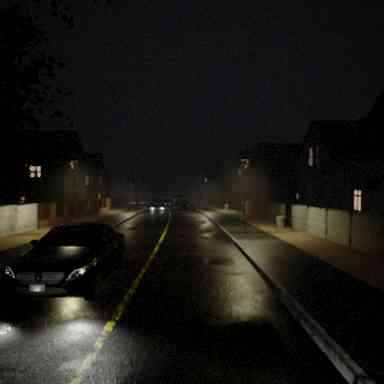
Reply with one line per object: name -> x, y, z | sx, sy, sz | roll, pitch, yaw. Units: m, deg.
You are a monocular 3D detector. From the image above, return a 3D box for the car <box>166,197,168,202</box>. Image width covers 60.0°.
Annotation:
car -> -6.051, 1.832, 76.437 | 1.895, 1.301, 4.718 | 0, -1, -11

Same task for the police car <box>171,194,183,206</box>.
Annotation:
police car -> -1.727, 1.556, 52.611 | 1.930, 1.638, 5.238 | 0, 0, -7

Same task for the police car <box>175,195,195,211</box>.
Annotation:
police car -> -0.706, 1.491, 42.597 | 1.930, 1.638, 5.238 | 0, 0, -5

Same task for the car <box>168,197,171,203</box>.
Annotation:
car -> -2.455, 1.401, 58.527 | 2.150, 2.045, 5.566 | 0, 0, -7

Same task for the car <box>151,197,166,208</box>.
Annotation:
car -> -5.406, 1.674, 52.475 | 1.812, 1.442, 4.674 | 0, -1, -6

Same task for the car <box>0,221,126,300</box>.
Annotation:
car -> -2.880, 1.522, 8.490 | 1.812, 1.442, 4.674 | 0, 0, 0

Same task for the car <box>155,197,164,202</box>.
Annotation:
car -> -8.804, 1.984, 90.435 | 1.994, 1.385, 4.181 | 0, -1, -12
